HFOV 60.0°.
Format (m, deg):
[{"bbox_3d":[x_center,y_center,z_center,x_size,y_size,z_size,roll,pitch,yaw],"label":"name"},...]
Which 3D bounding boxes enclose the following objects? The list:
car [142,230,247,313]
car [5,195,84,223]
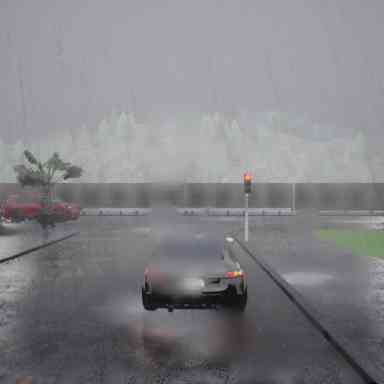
[{"bbox_3d":[0.053,1.564,7.771,1.994,1.385,4.181,0,0,0],"label":"car"},{"bbox_3d":[-10.992,1.223,24.884,5.566,2.045,2.150,0,0,5],"label":"car"}]
